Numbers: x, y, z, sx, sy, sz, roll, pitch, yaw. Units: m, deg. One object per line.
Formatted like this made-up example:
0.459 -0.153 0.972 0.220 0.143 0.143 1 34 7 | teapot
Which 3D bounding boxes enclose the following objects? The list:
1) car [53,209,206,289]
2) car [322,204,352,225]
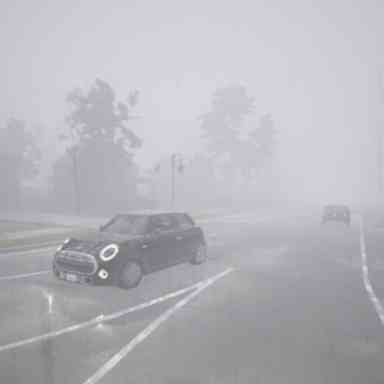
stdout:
-1.464 1.313 9.263 2.097 1.767 4.553 1 0 32 | car
11.090 1.645 25.453 2.033 1.411 5.357 1 0 27 | car
